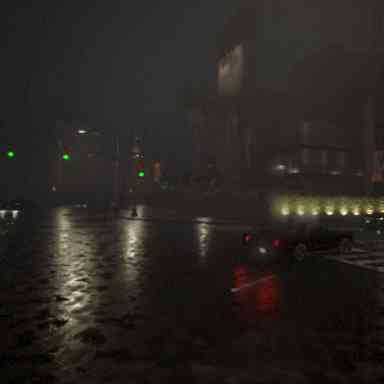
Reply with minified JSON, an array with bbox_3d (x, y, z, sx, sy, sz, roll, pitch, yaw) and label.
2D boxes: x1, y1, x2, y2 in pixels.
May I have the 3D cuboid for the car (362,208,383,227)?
[{"bbox_3d":[14.847,1.893,24.550,4.902,1.511,2.128,1,0,-20],"label":"car"}]

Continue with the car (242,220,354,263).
[{"bbox_3d":[4.195,1.735,12.670,4.718,1.301,1.895,1,0,-37],"label":"car"}]

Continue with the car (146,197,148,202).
[{"bbox_3d":[-6.428,1.319,64.773,2.150,2.045,5.566,1,0,39],"label":"car"}]

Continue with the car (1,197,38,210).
[{"bbox_3d":[-19.697,1.272,38.351,2.033,1.411,5.357,1,0,0],"label":"car"}]

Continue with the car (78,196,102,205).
[{"bbox_3d":[-16.721,1.410,54.686,1.994,1.385,4.181,1,0,21],"label":"car"}]
